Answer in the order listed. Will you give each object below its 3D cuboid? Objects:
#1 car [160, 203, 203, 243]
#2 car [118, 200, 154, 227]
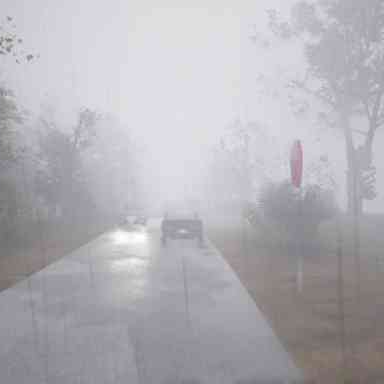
[{"bbox_3d":[-0.544,1.510,16.449,1.882,1.535,5.008,0,0,-4],"label":"car"},{"bbox_3d":[-4.024,1.566,23.315,2.128,1.511,4.902,0,0,-5],"label":"car"}]
